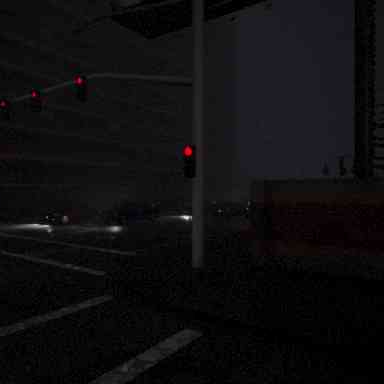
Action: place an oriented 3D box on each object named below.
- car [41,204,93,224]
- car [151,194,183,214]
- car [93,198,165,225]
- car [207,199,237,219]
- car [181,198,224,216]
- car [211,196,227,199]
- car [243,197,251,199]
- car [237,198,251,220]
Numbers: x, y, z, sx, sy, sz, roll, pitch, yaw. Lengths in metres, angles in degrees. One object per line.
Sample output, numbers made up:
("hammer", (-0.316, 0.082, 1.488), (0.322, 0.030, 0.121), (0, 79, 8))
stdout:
("car", (-8.865, 1.564, 24.596), (1.994, 1.385, 4.181), (0, 0, 35))
("car", (-2.913, 1.223, 33.030), (2.150, 2.045, 5.566), (0, 0, 35))
("car", (-4.517, 1.478, 24.685), (1.882, 1.535, 5.008), (0, 0, 35))
("car", (3.476, 1.564, 29.593), (1.994, 1.385, 4.181), (0, 0, 35))
("car", (1.190, 1.564, 32.785), (1.994, 1.385, 4.181), (0, 0, 34))
("car", (3.034, 1.352, 41.460), (2.097, 1.767, 4.553), (0, 0, 35))
("car", (7.106, 1.352, 41.121), (2.097, 1.767, 4.553), (0, 0, 36))
("car", (5.944, 1.491, 27.019), (2.128, 1.511, 4.902), (0, 0, 35))
